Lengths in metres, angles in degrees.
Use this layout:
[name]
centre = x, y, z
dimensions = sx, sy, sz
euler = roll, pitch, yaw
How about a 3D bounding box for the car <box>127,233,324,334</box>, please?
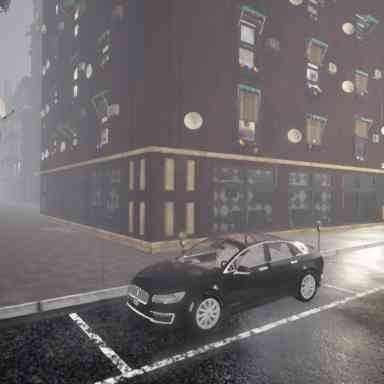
[car]
centre = 0.871, 1.552, 6.669
dimensions = 4.403, 1.369, 2.008
euler = 0, 1, -35
